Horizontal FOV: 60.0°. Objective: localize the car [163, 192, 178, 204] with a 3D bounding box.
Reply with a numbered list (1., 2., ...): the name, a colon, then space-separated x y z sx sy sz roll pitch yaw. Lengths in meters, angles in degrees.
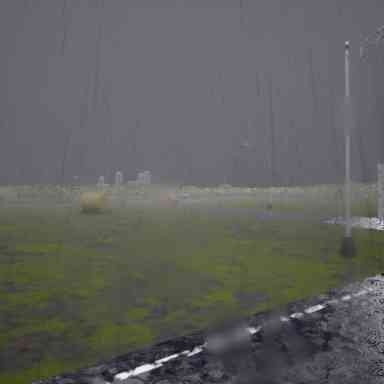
1. car: -3.981 1.096 59.909 2.150 2.045 5.566 -1 0 -12
